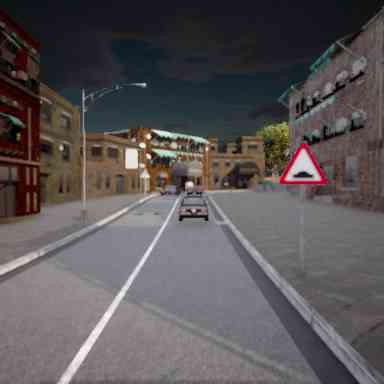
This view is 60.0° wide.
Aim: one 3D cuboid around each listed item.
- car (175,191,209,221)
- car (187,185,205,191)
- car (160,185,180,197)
[{"bbox_3d":[0.100,0.944,21.302,2.033,1.411,5.357,0,4,0],"label":"car"},{"bbox_3d":[0.605,-0.195,42.504,1.895,1.301,4.718,0,3,7],"label":"car"},{"bbox_3d":[-2.668,-0.179,41.768,1.994,1.385,4.181,0,3,8],"label":"car"}]
